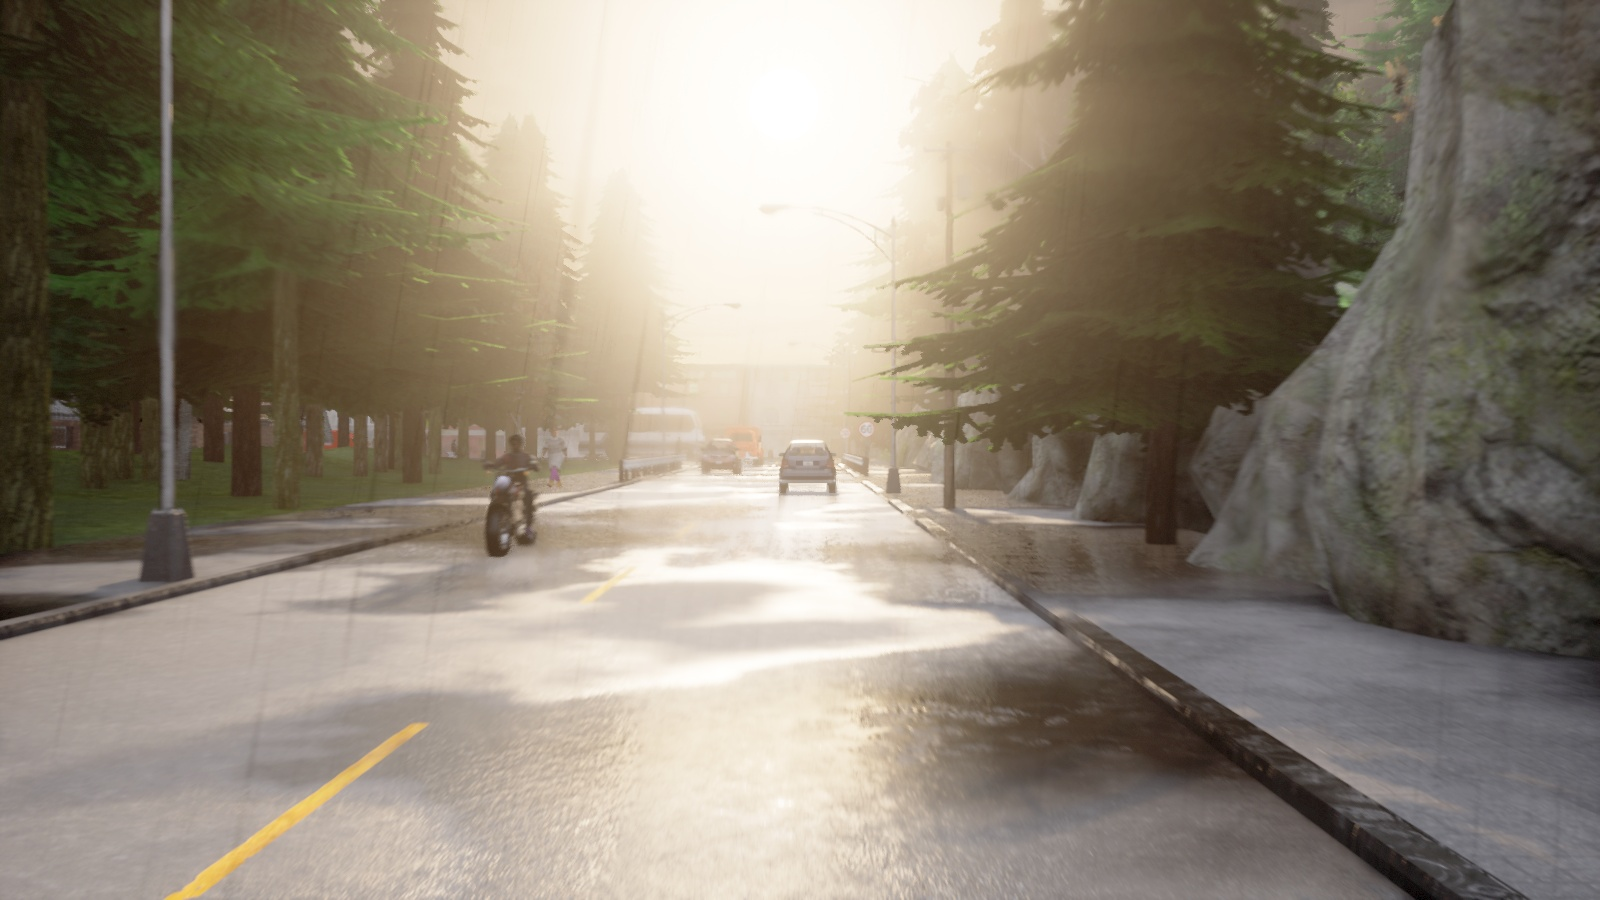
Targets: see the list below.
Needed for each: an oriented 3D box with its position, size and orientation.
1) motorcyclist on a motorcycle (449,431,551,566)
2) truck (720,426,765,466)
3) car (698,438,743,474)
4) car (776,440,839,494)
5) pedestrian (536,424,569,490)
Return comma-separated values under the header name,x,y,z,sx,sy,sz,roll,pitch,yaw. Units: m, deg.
name,x,y,z,sx,sy,sz,roll,pitch,yaw
motorcyclist on a motorcycle,-3.892,0.587,16.510,0.766,1.649,2.350,0,1,0
truck,-3.665,-0.265,80.621,2.627,2.467,5.204,0,0,0
car,-3.696,0.262,58.709,1.851,1.617,3.988,0,0,0
car,0.229,0.480,37.869,1.789,1.549,3.705,0,0,0
pedestrian,-7.499,0.204,38.054,0.659,1.952,0.873,0,0,14
